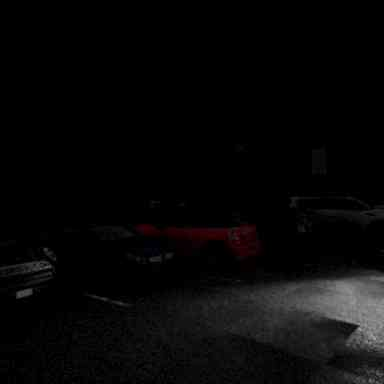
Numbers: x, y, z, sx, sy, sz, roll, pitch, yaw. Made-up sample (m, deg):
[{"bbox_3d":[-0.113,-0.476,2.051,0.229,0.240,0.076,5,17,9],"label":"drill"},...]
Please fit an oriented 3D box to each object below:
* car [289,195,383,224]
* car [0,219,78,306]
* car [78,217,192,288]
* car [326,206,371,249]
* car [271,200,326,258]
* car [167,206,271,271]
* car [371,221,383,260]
[{"bbox_3d":[7.288,1.196,16.209,5.566,2.045,2.435,-1,-1,35],"label":"car"},{"bbox_3d":[-5.026,1.361,7.586,4.553,1.767,2.185,-1,-1,35],"label":"car"},{"bbox_3d":[-2.549,1.517,9.295,4.674,1.452,2.002,-1,-1,35],"label":"car"},{"bbox_3d":[4.838,1.483,14.478,4.792,1.488,2.163,-1,-1,35],"label":"car"},{"bbox_3d":[2.378,1.335,12.735,4.553,1.767,2.185,-1,0,35],"label":"car"},{"bbox_3d":[-0.074,1.342,11.005,4.553,1.767,2.185,-1,0,35],"label":"car"},{"bbox_3d":[7.650,1.569,10.066,4.718,1.301,1.895,0,0,-35],"label":"car"}]
